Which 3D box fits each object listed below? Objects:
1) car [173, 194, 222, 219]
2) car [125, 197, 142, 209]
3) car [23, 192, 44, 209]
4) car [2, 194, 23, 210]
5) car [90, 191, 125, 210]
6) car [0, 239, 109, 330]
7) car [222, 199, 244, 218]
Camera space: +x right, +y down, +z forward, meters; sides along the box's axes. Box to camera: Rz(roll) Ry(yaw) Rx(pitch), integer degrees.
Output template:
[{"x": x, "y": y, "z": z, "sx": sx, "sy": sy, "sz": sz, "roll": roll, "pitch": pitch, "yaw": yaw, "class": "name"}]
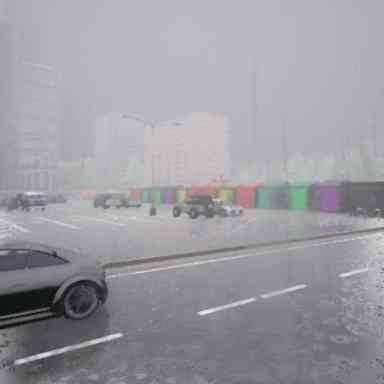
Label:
[{"x": 0.188, "y": 1.128, "z": 26.497, "sx": 1.905, "sy": 1.878, "sz": 3.866, "roll": 0, "pitch": 0, "yaw": -37, "class": "car"}, {"x": -7.995, "y": 1.326, "z": 42.183, "sx": 1.784, "sy": 1.438, "sz": 3.905, "roll": 0, "pitch": 0, "yaw": -37, "class": "car"}, {"x": -23.832, "y": 1.124, "z": 49.205, "sx": 1.932, "sy": 1.855, "sz": 4.605, "roll": 0, "pitch": 0, "yaw": -37, "class": "car"}, {"x": -25.947, "y": 1.338, "z": 47.554, "sx": 1.784, "sy": 1.438, "sz": 3.905, "roll": 0, "pitch": 0, "yaw": -37, "class": "car"}, {"x": -10.349, "y": 1.120, "z": 40.495, "sx": 1.932, "sy": 1.855, "sz": 4.605, "roll": 0, "pitch": 0, "yaw": -37, "class": "car"}, {"x": -3.597, "y": 1.561, "z": 5.706, "sx": 4.181, "sy": 1.385, "sz": 1.994, "roll": 0, "pitch": 0, "yaw": -35, "class": "car"}, {"x": 2.510, "y": 1.363, "z": 28.227, "sx": 1.970, "sy": 1.475, "sz": 3.806, "roll": 0, "pitch": 0, "yaw": -37, "class": "car"}]
